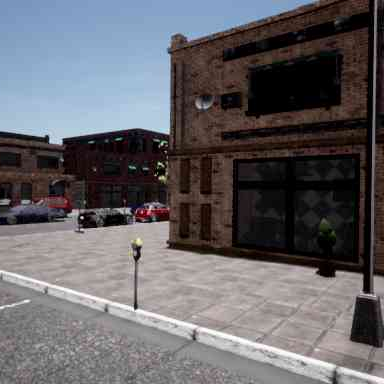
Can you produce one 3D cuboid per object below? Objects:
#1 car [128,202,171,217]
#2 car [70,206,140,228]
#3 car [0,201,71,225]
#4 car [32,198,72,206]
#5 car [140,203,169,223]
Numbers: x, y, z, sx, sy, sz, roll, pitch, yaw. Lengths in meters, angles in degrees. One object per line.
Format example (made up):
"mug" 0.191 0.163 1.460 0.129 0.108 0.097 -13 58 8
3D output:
"car" -4.584 1.843 36.180 1.895 1.301 4.718 1 0 36
"car" -6.213 1.797 24.172 1.947 1.339 4.313 0 0 36
"car" -12.464 1.662 25.474 2.033 1.411 5.357 1 0 37
"car" -12.968 1.415 29.127 2.192 1.841 5.009 0 0 36
"car" -2.931 1.724 28.647 1.967 1.590 4.097 0 0 36
